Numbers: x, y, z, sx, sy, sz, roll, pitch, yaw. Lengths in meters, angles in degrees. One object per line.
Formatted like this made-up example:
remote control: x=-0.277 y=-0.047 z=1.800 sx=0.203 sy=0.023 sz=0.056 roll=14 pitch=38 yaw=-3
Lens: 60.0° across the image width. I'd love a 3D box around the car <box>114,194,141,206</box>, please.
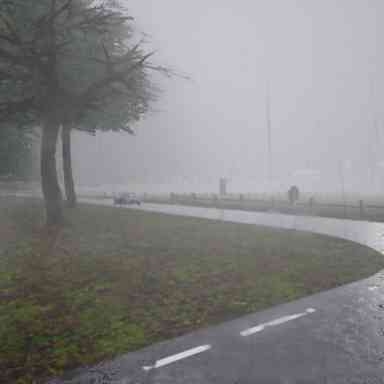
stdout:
car: x=-7.680 y=0.911 z=39.412 sx=1.994 sy=1.385 sz=4.181 roll=-1 pitch=2 yaw=-36
